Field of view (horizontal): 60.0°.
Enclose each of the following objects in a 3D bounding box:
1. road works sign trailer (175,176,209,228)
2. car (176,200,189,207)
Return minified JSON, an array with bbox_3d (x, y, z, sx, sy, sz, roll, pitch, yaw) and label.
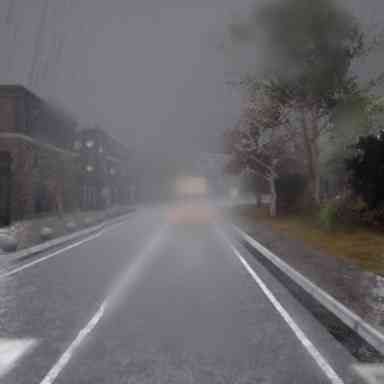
[{"bbox_3d":[-0.004,0.666,23.985,2.380,3.560,2.880,0,0,0],"label":"road works sign trailer"},{"bbox_3d":[-1.646,1.966,60.465,2.128,1.511,4.902,0,0,8],"label":"car"}]
